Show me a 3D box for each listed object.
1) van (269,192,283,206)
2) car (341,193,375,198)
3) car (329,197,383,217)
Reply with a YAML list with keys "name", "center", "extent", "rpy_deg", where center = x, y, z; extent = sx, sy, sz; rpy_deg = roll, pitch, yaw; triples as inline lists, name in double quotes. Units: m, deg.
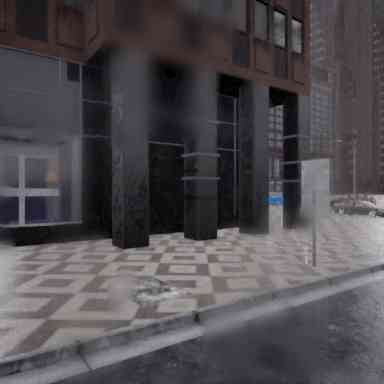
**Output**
- name: "van"
  center: [11.522, 0.930, 46.031]
  extent: [1.690, 1.788, 3.998]
  rpy_deg: [1, 0, -35]
- name: "car"
  center: [17.862, 1.049, 37.140]
  extent: [2.192, 1.841, 5.009]
  rpy_deg: [1, 0, -35]
- name: "car"
  center: [14.080, 1.366, 27.756]
  extent: [2.008, 1.369, 4.403]
  rpy_deg: [1, 0, -35]
